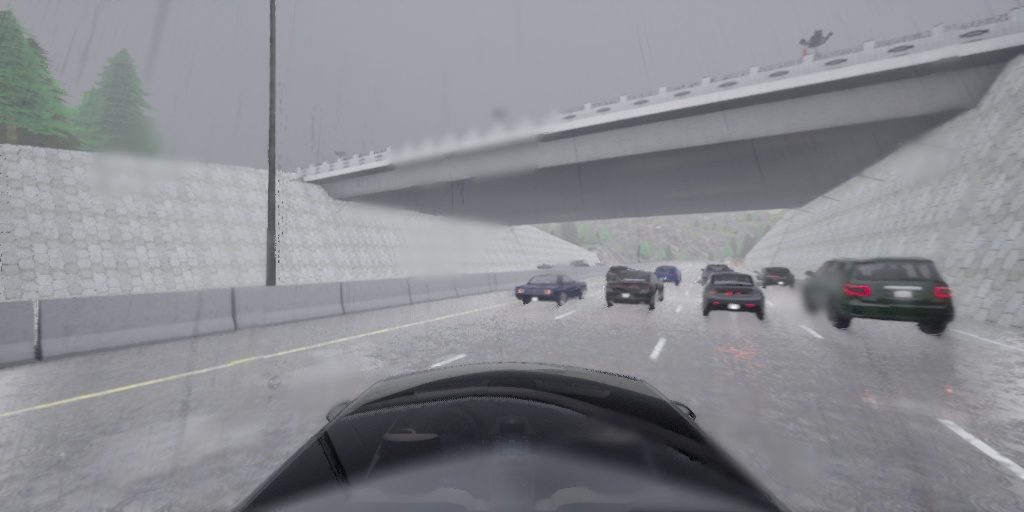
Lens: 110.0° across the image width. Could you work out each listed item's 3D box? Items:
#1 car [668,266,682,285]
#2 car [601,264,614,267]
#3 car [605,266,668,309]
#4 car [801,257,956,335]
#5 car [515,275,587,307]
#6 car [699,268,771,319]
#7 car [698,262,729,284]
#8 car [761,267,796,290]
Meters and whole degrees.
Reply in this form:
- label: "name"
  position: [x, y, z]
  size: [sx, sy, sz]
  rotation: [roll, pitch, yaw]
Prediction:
- label: "car"
  position: [12.648, 1.510, 29.182]
  size: [1.882, 1.535, 5.008]
  rotation: [0, 0, 29]
- label: "car"
  position: [9.212, 1.555, 30.194]
  size: [1.837, 1.490, 4.892]
  rotation: [0, 0, 29]
- label: "car"
  position: [5.563, 1.376, 15.970]
  size: [1.882, 1.535, 5.008]
  rotation: [0, 0, 29]
- label: "car"
  position: [10.925, 1.065, 11.192]
  size: [2.150, 2.045, 5.566]
  rotation: [0, 0, 28]
- label: "car"
  position: [2.000, 1.512, 16.751]
  size: [1.895, 1.301, 4.718]
  rotation: [0, -1, 29]
- label: "car"
  position: [8.293, 1.377, 13.668]
  size: [1.837, 1.490, 4.892]
  rotation: [0, 0, 29]
- label: "car"
  position: [15.344, 1.355, 26.819]
  size: [2.097, 1.767, 4.553]
  rotation: [0, -1, 29]
- label: "car"
  position: [18.468, 1.491, 25.237]
  size: [1.837, 1.490, 4.892]
  rotation: [0, 0, 29]
